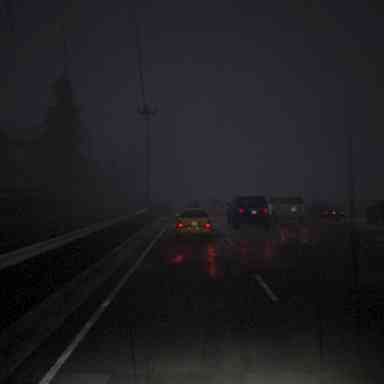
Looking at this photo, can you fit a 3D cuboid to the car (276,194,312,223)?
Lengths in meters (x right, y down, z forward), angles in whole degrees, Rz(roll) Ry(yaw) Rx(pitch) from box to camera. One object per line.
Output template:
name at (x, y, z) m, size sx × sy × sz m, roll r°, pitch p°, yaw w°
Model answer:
car at (7.112, 1.277, 25.957) m, size 2.150 × 2.045 × 5.566 m, roll 0°, pitch 0°, yaw 0°

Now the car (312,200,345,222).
car at (10.610, 1.604, 27.324) m, size 2.033 × 1.411 × 5.357 m, roll 0°, pitch 0°, yaw 0°

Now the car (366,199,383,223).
car at (14.109, 1.269, 22.528) m, size 2.150 × 2.045 × 5.566 m, roll 0°, pitch 0°, yaw 0°

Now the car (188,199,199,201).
car at (0.121, 1.662, 46.870) m, size 1.994 × 1.385 × 4.181 m, roll 0°, pitch 0°, yaw 0°

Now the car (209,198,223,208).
car at (3.622, 1.609, 49.694) m, size 1.837 × 1.490 × 4.892 m, roll 0°, pitch 0°, yaw 0°

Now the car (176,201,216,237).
car at (0.108, 1.494, 18.095) m, size 1.801 × 1.575 × 5.366 m, roll 0°, pitch 0°, yaw 0°

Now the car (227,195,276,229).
car at (3.611, 1.268, 21.968) m, size 2.150 × 2.045 × 5.566 m, roll 0°, pitch 0°, yaw 0°

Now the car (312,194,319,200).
car at (22.951, 1.348, 65.193) m, size 3.866 × 1.878 × 1.905 m, roll 0°, pitch 0°, yaw 0°

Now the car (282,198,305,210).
car at (14.121, 1.622, 46.744) m, size 1.812 × 1.442 × 4.674 m, roll 0°, pitch 0°, yaw 0°
